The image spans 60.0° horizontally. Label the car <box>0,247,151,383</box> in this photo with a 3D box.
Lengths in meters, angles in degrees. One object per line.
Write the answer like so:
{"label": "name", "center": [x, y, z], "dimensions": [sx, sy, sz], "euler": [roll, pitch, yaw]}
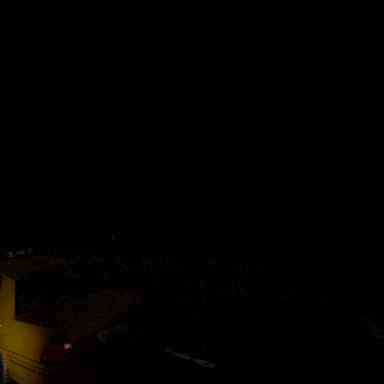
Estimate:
{"label": "car", "center": [-2.741, 1.524, 5.040], "dimensions": [4.829, 1.417, 1.752], "euler": [0, 1, 35]}

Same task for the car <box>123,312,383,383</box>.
{"label": "car", "center": [1.948, 1.551, 1.702], "dimensions": [4.403, 1.369, 2.008], "euler": [0, 1, 35]}
